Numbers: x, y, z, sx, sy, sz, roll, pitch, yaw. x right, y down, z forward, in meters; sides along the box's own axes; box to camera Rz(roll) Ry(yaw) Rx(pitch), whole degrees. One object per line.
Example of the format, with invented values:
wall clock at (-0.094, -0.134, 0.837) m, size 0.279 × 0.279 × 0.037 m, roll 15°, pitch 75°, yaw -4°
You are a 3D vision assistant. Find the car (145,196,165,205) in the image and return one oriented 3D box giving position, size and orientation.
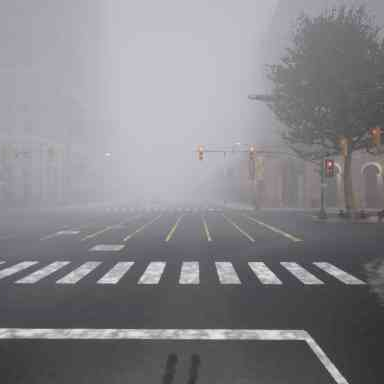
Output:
car at (-6.600, 1.493, 60.312) m, size 2.128 × 1.511 × 4.902 m, roll 0°, pitch 0°, yaw 1°

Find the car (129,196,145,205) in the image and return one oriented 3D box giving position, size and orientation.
car at (-10.093, 1.548, 60.762) m, size 2.033 × 1.411 × 5.357 m, roll 0°, pitch 0°, yaw 1°

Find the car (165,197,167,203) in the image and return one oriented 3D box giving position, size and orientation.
car at (-6.372, 1.524, 70.865) m, size 1.812 × 1.442 × 4.674 m, roll 0°, pitch 0°, yaw 1°

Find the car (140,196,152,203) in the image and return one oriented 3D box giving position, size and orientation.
car at (-9.870, 1.524, 71.038) m, size 1.812 × 1.442 × 4.674 m, roll 0°, pitch 0°, yaw 1°
